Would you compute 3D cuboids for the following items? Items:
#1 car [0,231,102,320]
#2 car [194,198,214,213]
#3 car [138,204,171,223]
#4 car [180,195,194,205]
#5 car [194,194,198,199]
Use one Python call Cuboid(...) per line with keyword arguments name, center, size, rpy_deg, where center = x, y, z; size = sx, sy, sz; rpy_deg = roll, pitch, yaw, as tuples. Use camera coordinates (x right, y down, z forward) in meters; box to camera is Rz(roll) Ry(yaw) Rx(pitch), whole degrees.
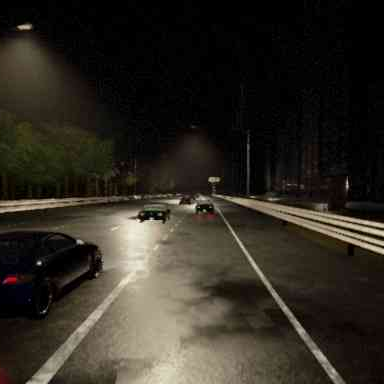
Cuboid(name="car", center=(-3.461, 1.538, 7.306), size=(1.994, 1.385, 4.181), rpy_deg=(0, 0, 3))
Cuboid(name="car", center=(1.425, 1.607, 36.833), size=(1.895, 1.301, 4.718), rpy_deg=(0, 0, 3))
Cuboid(name="car", center=(-2.678, 1.578, 24.994), size=(1.895, 1.301, 4.718), rpy_deg=(0, 0, 3))
Cuboid(name="car", center=(-1.173, 1.525, 60.940), size=(1.812, 1.442, 4.674), rpy_deg=(0, 0, 2))
Cuboid(name="car", center=(0.000, 1.546, 91.339), size=(1.882, 1.535, 5.008), rpy_deg=(0, 0, 2))
